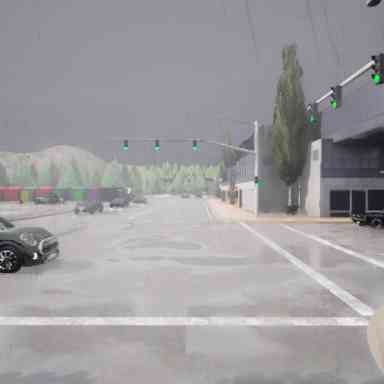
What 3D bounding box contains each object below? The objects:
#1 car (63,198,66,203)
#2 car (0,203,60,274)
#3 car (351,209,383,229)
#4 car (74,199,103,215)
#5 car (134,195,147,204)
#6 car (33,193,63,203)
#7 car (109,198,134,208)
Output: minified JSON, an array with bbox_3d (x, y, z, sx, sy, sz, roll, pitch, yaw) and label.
[{"bbox_3d":[-24.719,1.391,59.621,3.806,1.475,1.970,0,0,0],"label":"car"},{"bbox_3d":[-6.487,1.351,10.010,4.553,1.767,2.097,0,0,-3],"label":"car"},{"bbox_3d":[12.671,1.599,20.904,4.718,1.301,1.895,0,0,0],"label":"car"},{"bbox_3d":[-10.611,1.489,34.481,2.128,1.511,4.902,0,0,1],"label":"car"},{"bbox_3d":[-9.791,1.346,62.438,2.097,1.767,4.553,0,0,2],"label":"car"},{"bbox_3d":[-24.741,1.152,56.726,3.866,1.878,1.905,0,0,0],"label":"car"},{"bbox_3d":[-10.273,1.544,47.564,2.033,1.411,5.357,0,0,2],"label":"car"}]
